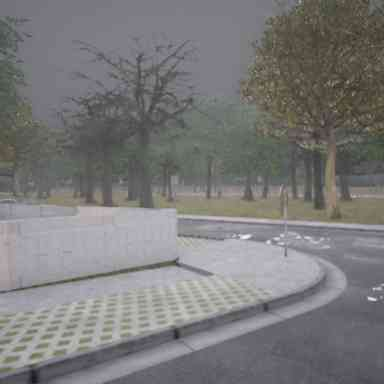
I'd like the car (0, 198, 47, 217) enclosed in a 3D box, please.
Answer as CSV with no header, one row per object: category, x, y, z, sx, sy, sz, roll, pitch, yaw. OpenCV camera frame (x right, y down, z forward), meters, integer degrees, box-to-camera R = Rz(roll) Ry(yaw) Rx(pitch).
car,-12.825,1.214,25.087,4.902,1.511,2.128,0,1,32
